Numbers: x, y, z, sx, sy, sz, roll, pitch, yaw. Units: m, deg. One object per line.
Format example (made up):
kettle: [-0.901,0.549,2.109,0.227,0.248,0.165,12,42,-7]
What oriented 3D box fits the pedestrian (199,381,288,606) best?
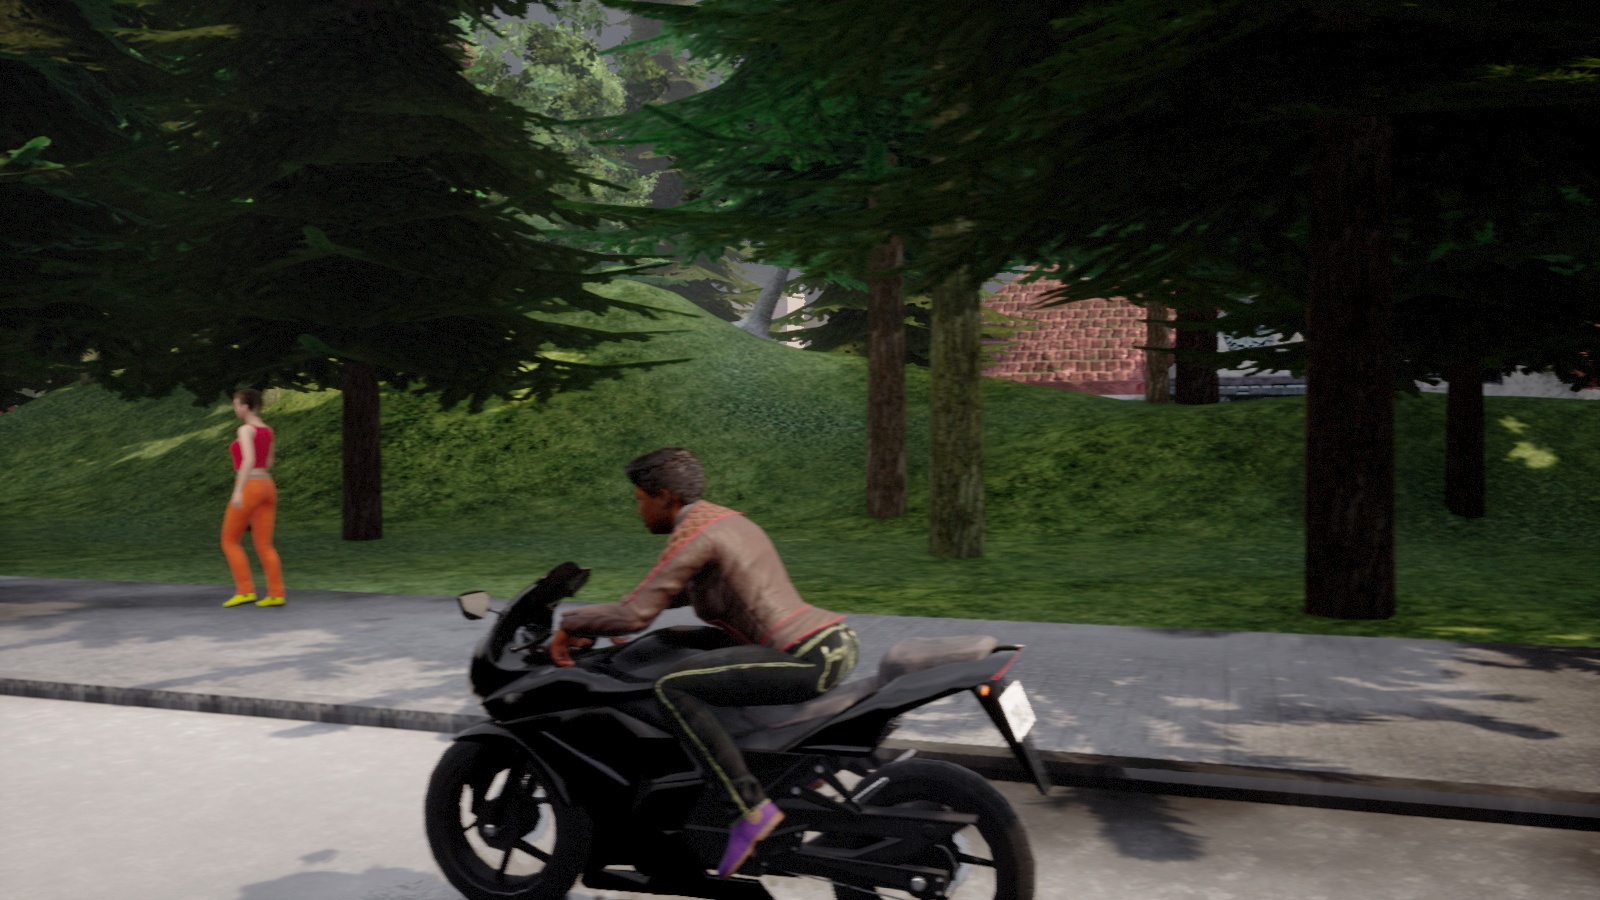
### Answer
pedestrian: [-4.628,0.351,10.454,0.594,1.836,0.345,0,1,16]

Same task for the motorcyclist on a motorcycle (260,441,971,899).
motorcyclist on a motorcycle: [-0.561,0.744,3.909,2.044,1.523,0.797,1,1,19]
